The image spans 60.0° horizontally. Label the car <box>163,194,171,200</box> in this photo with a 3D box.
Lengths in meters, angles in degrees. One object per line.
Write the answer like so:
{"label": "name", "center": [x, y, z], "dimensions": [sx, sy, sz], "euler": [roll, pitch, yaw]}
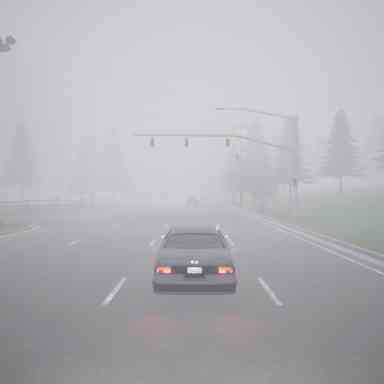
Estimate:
{"label": "car", "center": [-6.998, 1.385, 93.991], "dimensions": [1.994, 1.385, 4.181], "euler": [0, 0, 0]}

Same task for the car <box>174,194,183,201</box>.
{"label": "car", "center": [-3.498, 1.516, 83.987], "dimensions": [1.812, 1.442, 4.674], "euler": [0, 0, 0]}

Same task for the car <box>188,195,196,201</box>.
{"label": "car", "center": [0.002, 1.531, 83.570], "dimensions": [2.033, 1.411, 5.357], "euler": [0, 0, 0]}

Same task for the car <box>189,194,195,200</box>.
{"label": "car", "center": [0.002, 1.310, 93.990], "dimensions": [1.882, 1.535, 5.008], "euler": [0, 0, 0]}

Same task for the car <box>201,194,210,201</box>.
{"label": "car", "center": [3.502, 1.492, 83.570], "dimensions": [1.837, 1.490, 4.892], "euler": [0, 0, 0]}

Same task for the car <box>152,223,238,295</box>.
{"label": "car", "center": [0.067, 1.547, 8.888], "dimensions": [2.033, 1.411, 5.357], "euler": [0, 0, 0]}

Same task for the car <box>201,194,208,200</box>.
{"label": "car", "center": [3.502, 1.310, 93.990], "dimensions": [1.882, 1.535, 5.008], "euler": [0, 0, 0]}

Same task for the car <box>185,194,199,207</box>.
{"label": "car", "center": [-0.001, 1.352, 52.927], "dimensions": [2.097, 1.767, 4.553], "euler": [0, 0, 0]}

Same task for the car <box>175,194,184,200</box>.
{"label": "car", "center": [-3.498, 1.357, 93.990], "dimensions": [2.128, 1.511, 4.902], "euler": [0, 0, 0]}

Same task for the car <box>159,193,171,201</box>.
{"label": "car", "center": [-6.998, 1.217, 83.601], "dimensions": [2.150, 2.045, 5.566], "euler": [0, 0, 0]}
